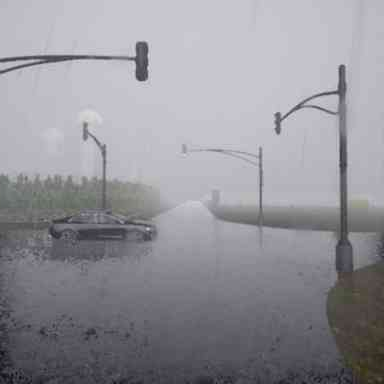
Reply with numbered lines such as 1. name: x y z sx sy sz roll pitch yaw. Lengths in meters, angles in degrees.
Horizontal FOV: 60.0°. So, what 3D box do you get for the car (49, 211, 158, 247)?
1. car: -4.036 1.641 15.447 4.902 1.511 2.128 0 0 -3
